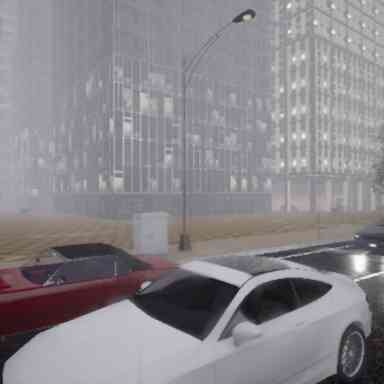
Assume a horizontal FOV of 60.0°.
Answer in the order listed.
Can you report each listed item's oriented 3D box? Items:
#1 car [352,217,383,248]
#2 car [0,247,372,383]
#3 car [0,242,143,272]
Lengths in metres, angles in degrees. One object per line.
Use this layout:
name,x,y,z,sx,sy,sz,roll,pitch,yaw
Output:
car,9.249,1.737,14.696,5.357,1.411,2.033,1,-1,-37
car,0.392,1.573,3.979,4.674,1.442,1.812,1,-1,-37
car,-2.339,1.664,5.999,4.718,1.301,1.895,1,-1,-37
